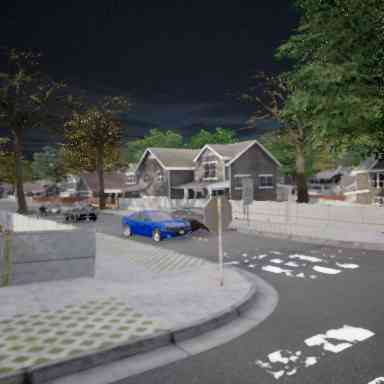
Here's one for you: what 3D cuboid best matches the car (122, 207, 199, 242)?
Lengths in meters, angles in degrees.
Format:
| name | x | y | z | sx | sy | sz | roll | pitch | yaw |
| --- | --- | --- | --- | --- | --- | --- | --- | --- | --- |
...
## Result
| name | x | y | z | sx | sy | sz | roll | pitch | yaw |
| --- | --- | --- | --- | --- | --- | --- | --- | --- | --- |
| car | -2.091 | 1.763 | 18.548 | 1.882 | 1.535 | 5.008 | -2 | 1 | -40 |

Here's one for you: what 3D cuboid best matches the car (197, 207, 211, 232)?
| name | x | y | z | sx | sy | sz | roll | pitch | yaw |
| --- | --- | --- | --- | --- | --- | --- | --- | --- | --- |
| car | -0.315 | 1.700 | 20.902 | 1.837 | 1.490 | 4.892 | -3 | 2 | -35 |

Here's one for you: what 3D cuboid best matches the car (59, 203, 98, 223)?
| name | x | y | z | sx | sy | sz | roll | pitch | yaw |
| --- | --- | --- | --- | --- | --- | --- | --- | --- | --- |
| car | -10.025 | 2.002 | 29.775 | 1.895 | 1.301 | 4.718 | -2 | 1 | -35 |

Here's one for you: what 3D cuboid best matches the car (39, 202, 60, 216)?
| name | x | y | z | sx | sy | sz | roll | pitch | yaw |
| --- | --- | --- | --- | --- | --- | --- | --- | --- | --- |
| car | -16.863 | 1.999 | 39.573 | 2.128 | 1.511 | 4.902 | -2 | 1 | -34 |
